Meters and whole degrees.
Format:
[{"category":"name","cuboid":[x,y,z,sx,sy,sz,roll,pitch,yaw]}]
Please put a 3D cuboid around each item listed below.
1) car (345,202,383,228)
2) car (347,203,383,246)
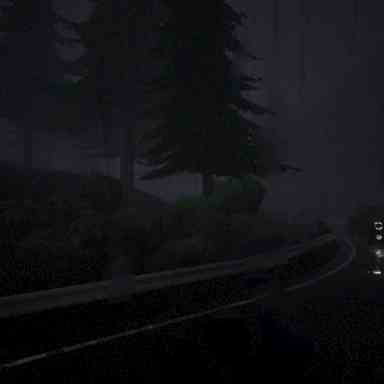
[{"category":"car","cuboid":[12.593,1.503,22.349,1.837,1.490,4.892,1,0,-7]},{"category":"car","cuboid":[8.656,1.352,15.105,2.097,1.767,4.553,0,0,11]}]
